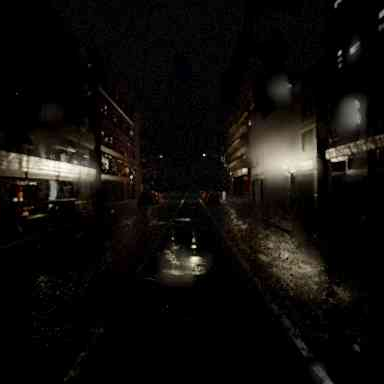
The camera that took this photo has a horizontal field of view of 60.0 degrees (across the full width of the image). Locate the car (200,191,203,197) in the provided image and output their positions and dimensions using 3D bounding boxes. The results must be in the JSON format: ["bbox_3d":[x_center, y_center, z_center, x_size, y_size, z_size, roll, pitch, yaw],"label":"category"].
[{"bbox_3d":[2.662,0.792,54.021,1.887,1.381,4.507,-1,1,0],"label":"car"}]

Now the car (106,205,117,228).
[{"bbox_3d":[-5.679,1.422,20.203,1.802,1.307,4.206,-1,1,0],"label":"car"}]

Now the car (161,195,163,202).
[{"bbox_3d":[-5.712,0.913,48.380,1.967,1.590,4.097,-1,1,0],"label":"car"}]

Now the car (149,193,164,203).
[{"bbox_3d":[-5.716,0.944,54.018,1.887,1.381,4.507,-1,1,0],"label":"car"}]

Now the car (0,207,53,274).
[{"bbox_3d":[-5.668,1.426,8.930,1.967,1.590,4.097,-1,1,0],"label":"car"}]

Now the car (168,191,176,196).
[{"bbox_3d":[-5.760,0.431,93.467,2.008,1.369,4.403,-1,1,0],"label":"car"}]

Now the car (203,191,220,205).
[{"bbox_3d":[2.674,0.918,42.919,1.752,1.417,4.829,-1,1,0],"label":"car"}]

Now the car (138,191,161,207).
[{"bbox_3d":[-5.707,0.862,42.743,2.192,1.841,5.009,-1,1,0],"label":"car"}]

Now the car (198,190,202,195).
[{"bbox_3d":[2.638,0.503,76.564,2.008,1.369,4.403,-1,1,0],"label":"car"}]

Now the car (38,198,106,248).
[{"bbox_3d":[-5.676,1.228,14.564,2.192,1.841,5.009,-1,1,0],"label":"car"}]
